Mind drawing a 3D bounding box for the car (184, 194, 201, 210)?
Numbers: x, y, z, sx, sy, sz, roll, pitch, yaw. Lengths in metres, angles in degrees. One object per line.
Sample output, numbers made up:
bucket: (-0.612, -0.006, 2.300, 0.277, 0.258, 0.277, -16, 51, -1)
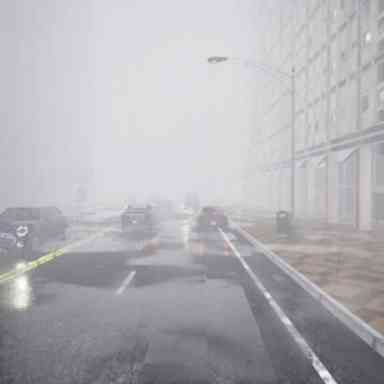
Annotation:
car: (0.037, 1.388, 40.801, 2.128, 1.511, 4.902, 0, 0, 0)

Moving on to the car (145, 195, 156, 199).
car: (-6.534, 1.333, 54.206, 1.882, 1.535, 5.008, 0, 0, 0)

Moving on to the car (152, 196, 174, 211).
car: (-3.133, 1.504, 38.167, 1.895, 1.301, 4.718, 0, 0, 0)

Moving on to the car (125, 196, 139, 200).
car: (-9.781, 1.347, 54.209, 2.128, 1.511, 4.902, 0, 0, 0)

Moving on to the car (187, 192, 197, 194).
car: (0.032, 1.083, 52.901, 2.150, 2.045, 5.566, 0, 0, 0)

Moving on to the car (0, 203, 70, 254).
car: (-6.592, 1.321, 13.259, 2.097, 1.767, 4.553, 0, 0, 0)

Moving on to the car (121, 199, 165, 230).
car: (-3.141, 1.442, 20.733, 2.128, 1.511, 4.902, 0, 0, 0)

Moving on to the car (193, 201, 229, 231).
car: (1.146, 1.478, 20.029, 1.812, 1.442, 4.674, 0, 0, 0)
